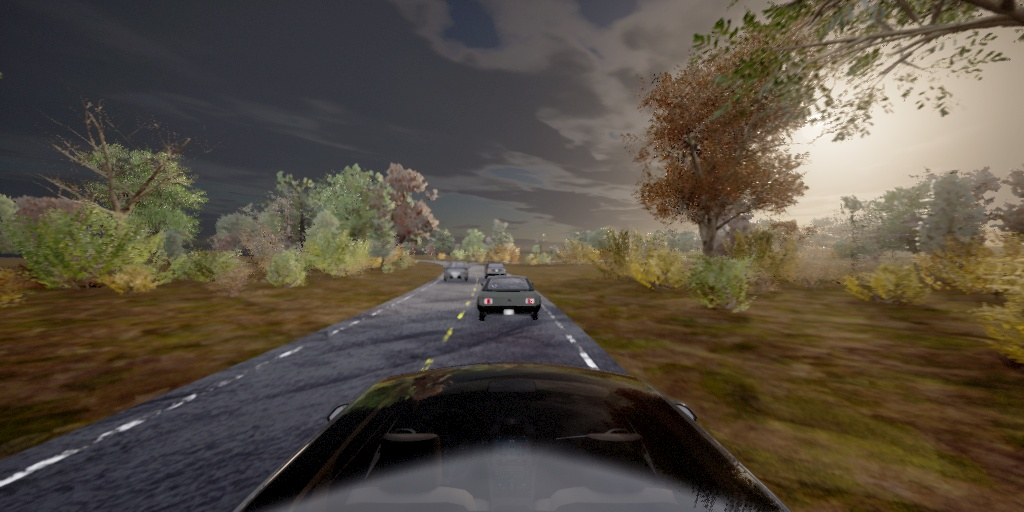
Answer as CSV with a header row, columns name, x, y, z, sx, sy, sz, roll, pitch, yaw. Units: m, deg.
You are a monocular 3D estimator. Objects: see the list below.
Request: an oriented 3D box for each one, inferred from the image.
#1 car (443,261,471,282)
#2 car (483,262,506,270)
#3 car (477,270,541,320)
name,x,y,z,sx,sy,sz,roll,pitch,yaw
car,-4.305,1.184,28.253,2.128,1.511,4.902,0,0,-5
car,-1.507,1.225,31.691,2.033,1.411,5.357,0,0,-6
car,-0.163,1.324,12.537,1.895,1.301,4.718,0,0,-2
